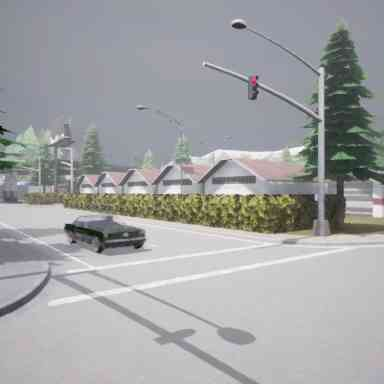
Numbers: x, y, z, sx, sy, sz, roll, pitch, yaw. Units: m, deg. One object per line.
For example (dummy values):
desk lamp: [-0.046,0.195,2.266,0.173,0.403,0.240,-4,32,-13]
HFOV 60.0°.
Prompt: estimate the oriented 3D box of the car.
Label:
car: [-3.741,1.617,13.851,1.895,1.301,4.718,0,0,-37]
